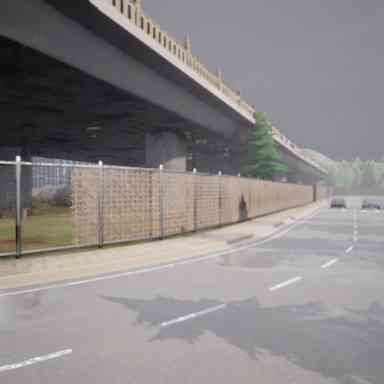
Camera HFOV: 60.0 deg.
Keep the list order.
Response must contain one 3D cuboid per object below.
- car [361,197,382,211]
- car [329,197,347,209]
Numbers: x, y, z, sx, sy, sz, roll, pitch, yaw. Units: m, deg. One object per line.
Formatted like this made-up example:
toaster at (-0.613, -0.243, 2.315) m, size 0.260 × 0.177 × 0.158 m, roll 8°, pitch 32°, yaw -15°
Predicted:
car at (20.962, 1.362, 39.028) m, size 1.812 × 1.442 × 4.674 m, roll 0°, pitch 0°, yaw 26°
car at (18.475, 1.389, 41.914) m, size 2.033 × 1.411 × 5.357 m, roll 0°, pitch 0°, yaw 26°
